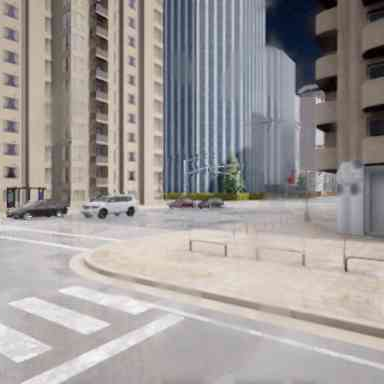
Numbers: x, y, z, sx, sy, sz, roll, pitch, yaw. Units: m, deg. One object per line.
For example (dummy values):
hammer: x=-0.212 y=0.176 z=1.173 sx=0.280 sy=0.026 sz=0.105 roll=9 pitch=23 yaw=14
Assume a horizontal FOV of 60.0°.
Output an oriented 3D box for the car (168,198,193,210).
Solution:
car: x=-1.275 y=1.564 z=44.951 sx=1.812 sy=1.442 sz=4.674 roll=0 pitch=0 yaw=35

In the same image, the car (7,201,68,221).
car: x=-12.987 y=1.541 z=28.163 sx=1.837 sy=1.490 sz=4.892 roll=0 pitch=1 yaw=35

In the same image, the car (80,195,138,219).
car: x=-7.352 y=1.263 z=30.139 sx=2.150 sy=2.045 sz=5.566 roll=0 pitch=0 yaw=35

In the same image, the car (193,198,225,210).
car: x=2.579 y=1.547 z=44.339 sx=1.837 sy=1.490 sz=4.892 roll=0 pitch=-1 yaw=35
